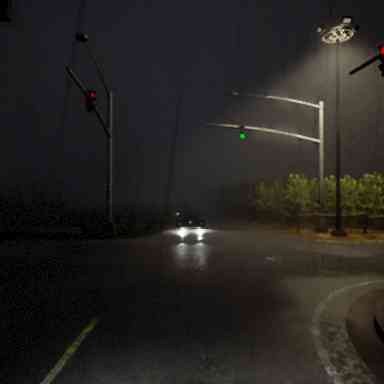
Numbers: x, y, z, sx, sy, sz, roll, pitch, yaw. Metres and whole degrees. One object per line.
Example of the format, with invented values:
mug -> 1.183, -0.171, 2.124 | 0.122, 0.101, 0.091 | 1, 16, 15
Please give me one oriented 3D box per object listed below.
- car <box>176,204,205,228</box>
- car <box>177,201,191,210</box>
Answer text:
car -> -0.059, 1.848, 24.292 | 1.994, 1.385, 4.181 | 0, 0, 1
car -> -1.267, 1.984, 50.364 | 1.895, 1.301, 4.718 | 0, -1, -3
